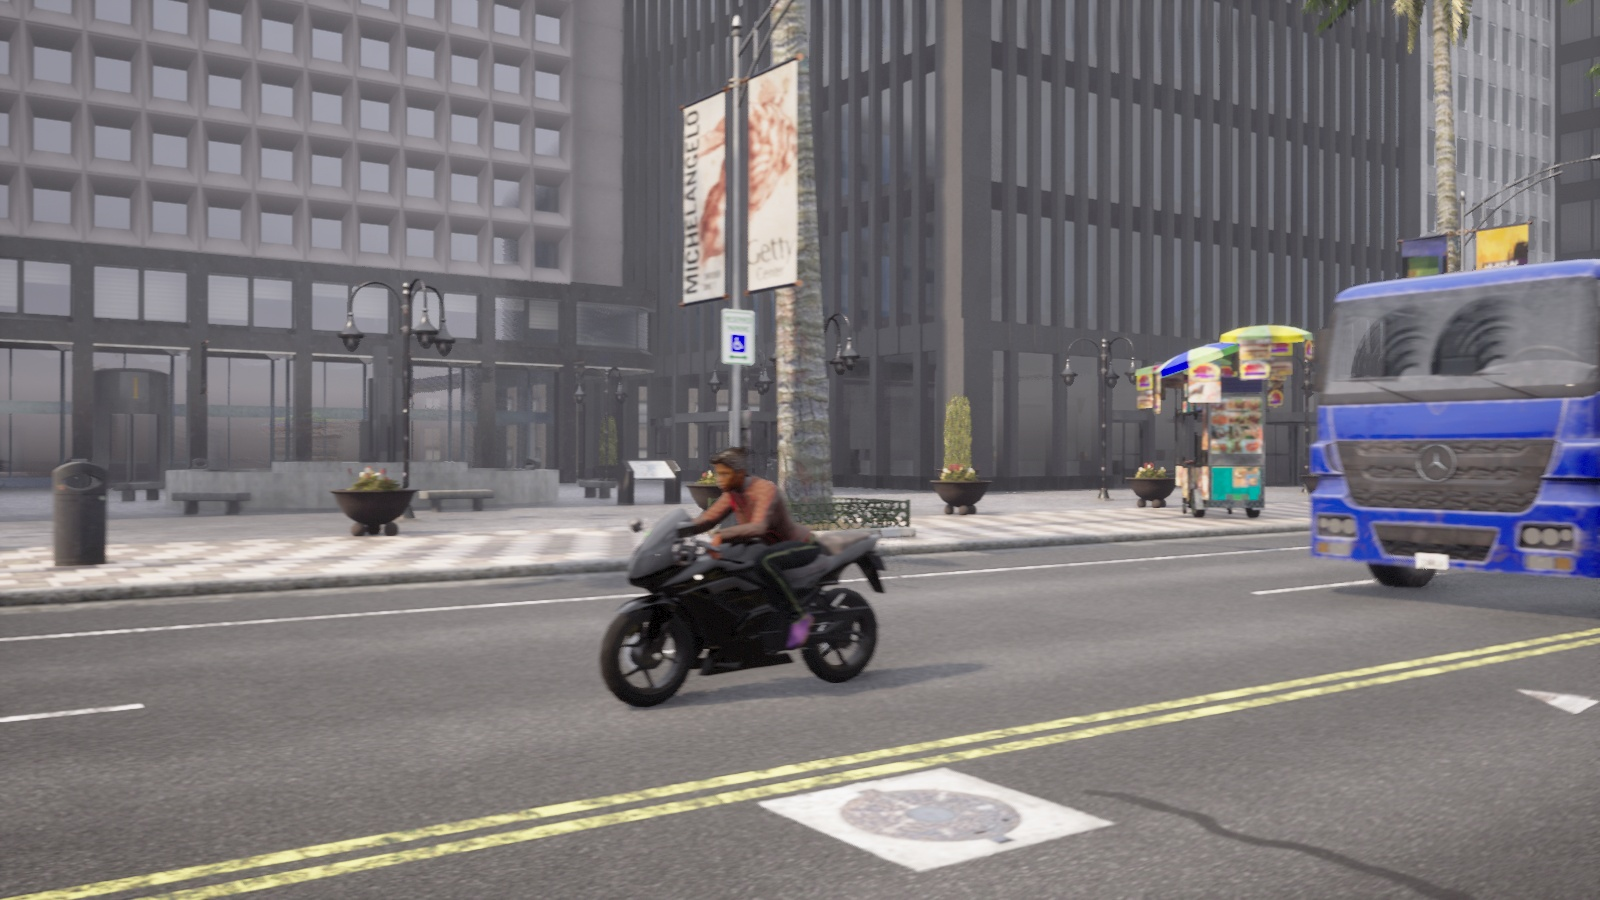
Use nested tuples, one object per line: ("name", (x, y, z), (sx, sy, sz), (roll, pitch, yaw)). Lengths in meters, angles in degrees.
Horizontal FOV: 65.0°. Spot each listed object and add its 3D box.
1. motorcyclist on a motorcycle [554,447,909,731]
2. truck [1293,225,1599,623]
("motorcyclist on a motorcycle", (-0.380, 0.746, 7.653), (2.044, 1.523, 0.797), (0, 0, -35))
("truck", (9.290, -0.221, 14.409), (7.936, 3.462, 2.891), (0, 0, -35))
